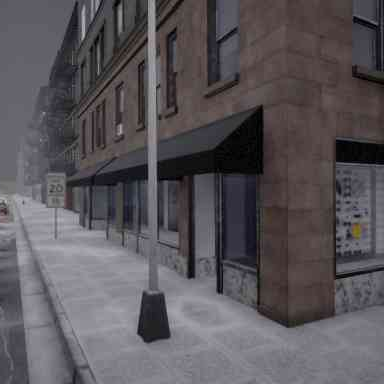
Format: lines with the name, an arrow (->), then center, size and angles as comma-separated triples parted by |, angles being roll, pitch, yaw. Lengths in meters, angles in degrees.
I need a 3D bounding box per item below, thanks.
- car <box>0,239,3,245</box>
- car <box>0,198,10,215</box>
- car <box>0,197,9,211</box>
car -> -5.137, 1.507, 6.961 | 1.837, 1.490, 4.892 | 0, 0, -29
car -> -19.388, 1.488, 33.265 | 2.128, 1.511, 4.902 | 0, 0, -28
car -> -24.409, 1.468, 42.406 | 1.882, 1.535, 5.008 | 0, 0, -28
